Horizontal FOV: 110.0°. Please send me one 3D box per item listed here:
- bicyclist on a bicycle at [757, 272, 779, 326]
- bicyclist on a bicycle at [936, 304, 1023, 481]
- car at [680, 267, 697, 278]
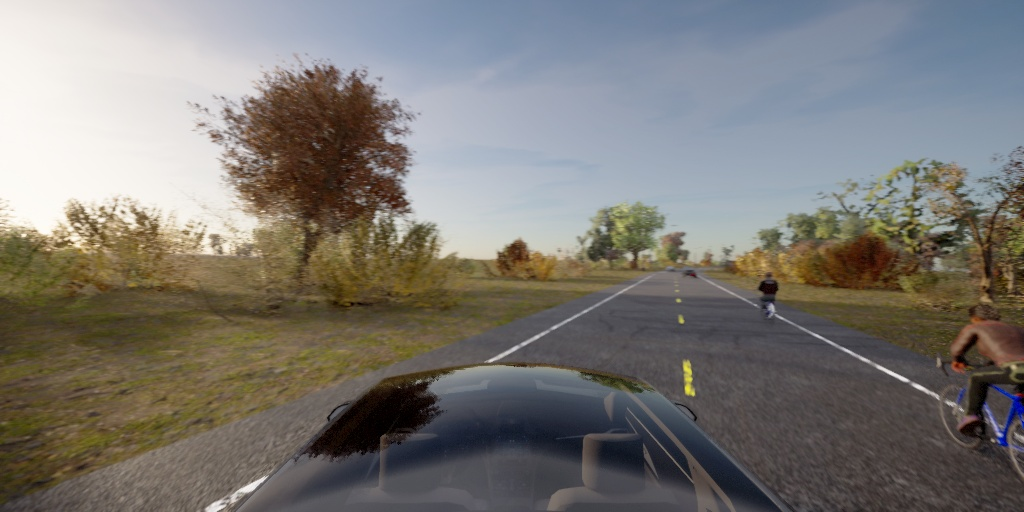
[{"bbox_3d":[8.820,1.446,12.401,0.659,1.776,1.843,1,-1,24],"label":"bicyclist on a bicycle"},{"bbox_3d":[4.855,1.324,3.599,0.582,1.620,1.656,1,-1,24],"label":"bicyclist on a bicycle"},{"bbox_3d":[26.311,2.463,53.333,1.837,1.490,4.892,1,-1,24],"label":"car"}]
